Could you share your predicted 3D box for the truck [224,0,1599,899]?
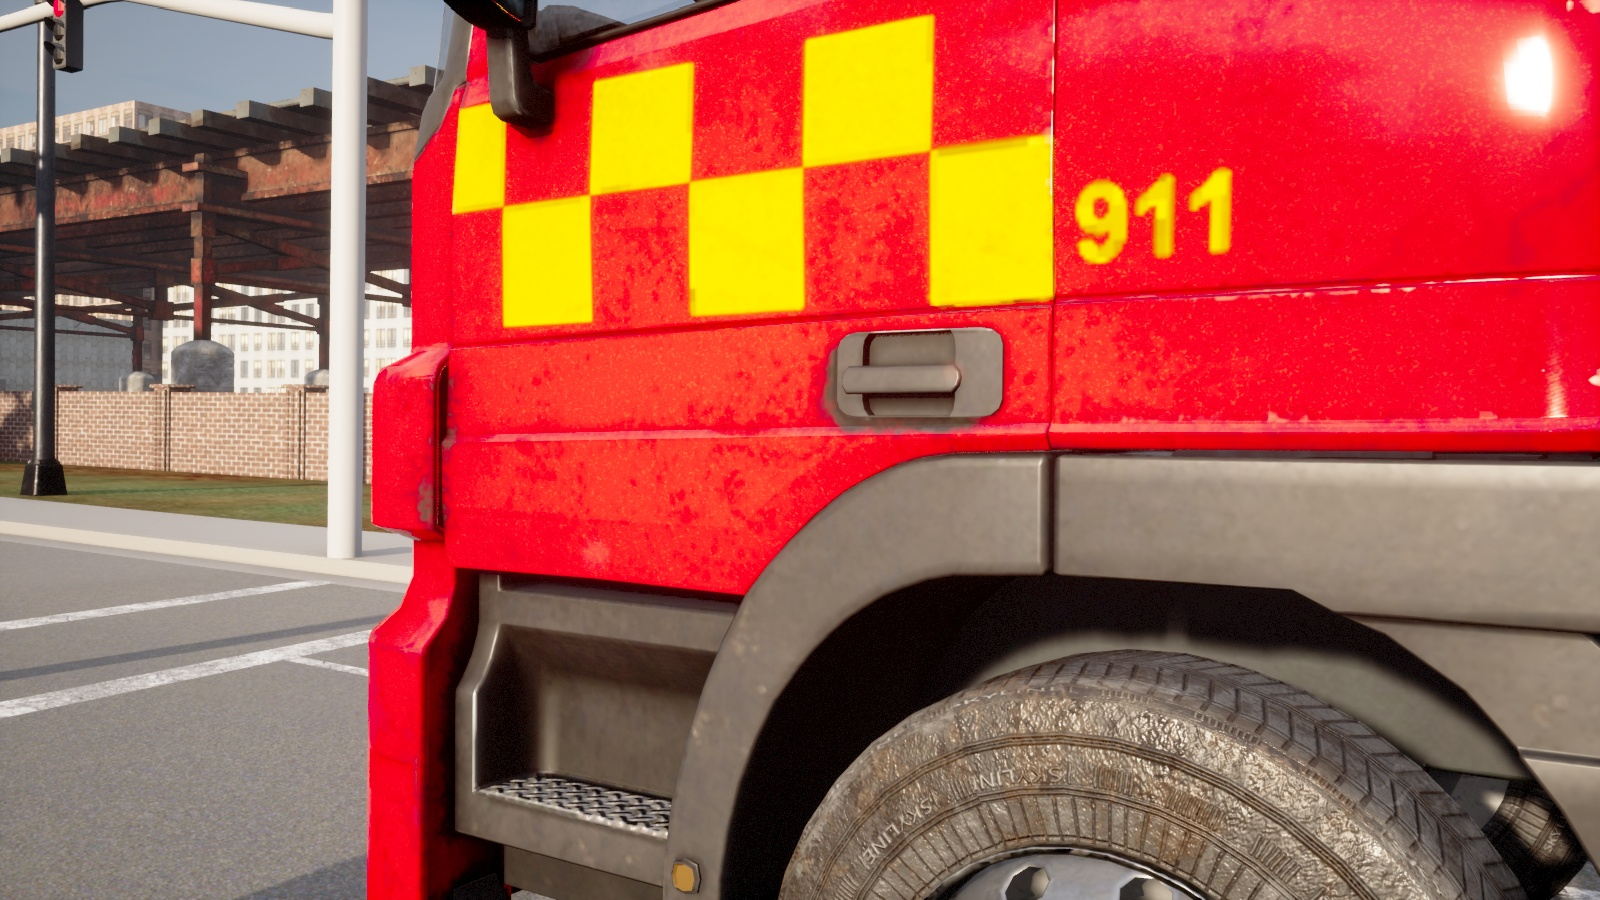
[{"bbox_3d":[3.107,-0.482,1.535,8.468,3.827,2.891,0,1,34],"label":"truck"}]
